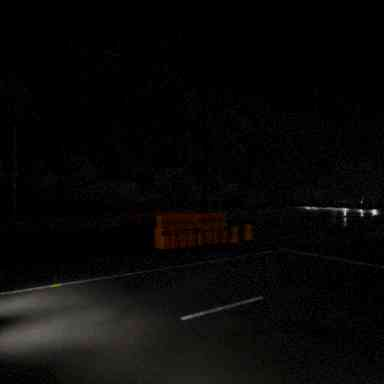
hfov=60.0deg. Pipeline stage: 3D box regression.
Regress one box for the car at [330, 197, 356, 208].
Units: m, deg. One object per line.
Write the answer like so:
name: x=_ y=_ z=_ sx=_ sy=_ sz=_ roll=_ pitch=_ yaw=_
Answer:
car: x=21.097 y=1.378 z=44.843 sx=4.674 sy=1.442 sz=1.812 roll=0 pitch=0 yaw=-36

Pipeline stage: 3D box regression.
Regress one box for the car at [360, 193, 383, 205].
car: x=30.345 y=1.150 z=55.705 sx=4.553 sy=1.767 sz=2.097 roll=0 pitch=0 yaw=-35

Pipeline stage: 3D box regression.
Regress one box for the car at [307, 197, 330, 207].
car: x=18.785 y=1.401 z=47.502 sx=5.357 sy=1.411 sz=2.033 roll=0 pitch=0 yaw=-35

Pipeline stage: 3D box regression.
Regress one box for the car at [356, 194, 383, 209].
car: x=23.327 y=1.204 z=42.142 sx=4.553 sy=1.767 sz=2.097 roll=0 pitch=0 yaw=-35
